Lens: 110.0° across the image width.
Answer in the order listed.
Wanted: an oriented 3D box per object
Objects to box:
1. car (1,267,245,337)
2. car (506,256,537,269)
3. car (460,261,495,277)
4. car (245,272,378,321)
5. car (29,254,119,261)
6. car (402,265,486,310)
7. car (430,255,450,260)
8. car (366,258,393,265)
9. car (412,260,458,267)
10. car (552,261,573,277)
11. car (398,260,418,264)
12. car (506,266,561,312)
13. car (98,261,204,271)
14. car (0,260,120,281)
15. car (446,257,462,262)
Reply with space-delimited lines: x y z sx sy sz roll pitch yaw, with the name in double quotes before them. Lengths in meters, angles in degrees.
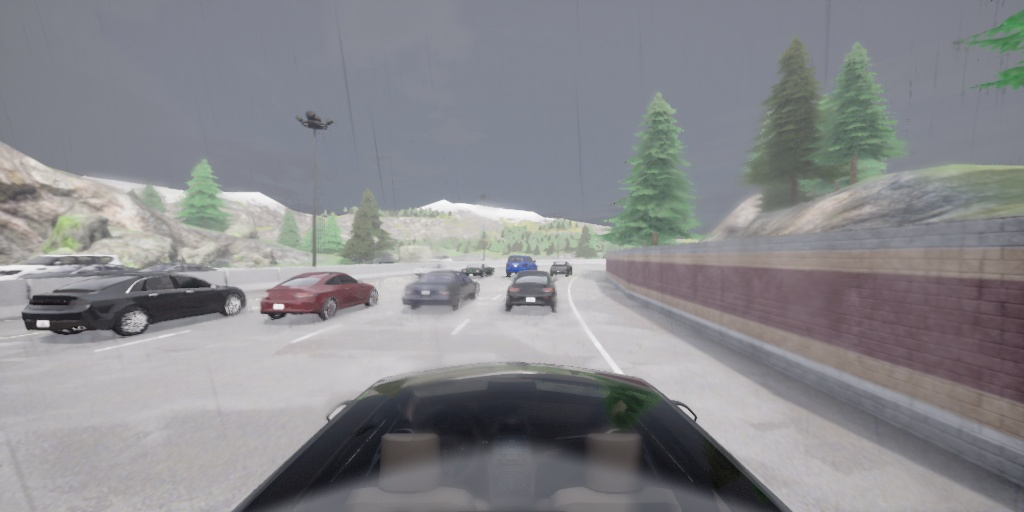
"car" -10.008 1.224 10.191 1.837 1.490 4.892 0 0 4
"car" 0.973 0.973 34.635 2.150 2.045 5.566 0 0 14
"car" -3.014 1.340 33.069 1.895 1.301 4.718 0 0 13
"car" -6.357 1.256 12.326 1.812 1.442 4.674 0 0 4
"car" -26.696 0.891 21.243 2.150 2.045 5.566 0 0 8
"car" -2.657 1.289 14.611 2.033 1.411 5.357 0 0 6
"car" -12.379 0.931 61.043 2.150 2.045 5.566 0 0 23
"car" -21.233 1.034 57.634 2.097 1.767 4.553 0 0 21
"car" -6.804 1.329 32.226 1.895 1.301 4.718 0 0 13
"car" 5.019 1.256 36.092 2.128 1.511 4.902 0 0 15
"car" -16.792 1.297 59.493 1.895 1.301 4.718 0 0 22
"car" 0.838 1.278 14.142 1.812 1.442 4.674 0 0 5
"car" -19.699 1.180 20.662 2.128 1.511 4.902 0 0 8
"car" -23.352 1.169 19.611 2.128 1.511 4.902 0 0 7
"car" -8.844 1.284 60.365 1.994 1.385 4.181 0 0 23
